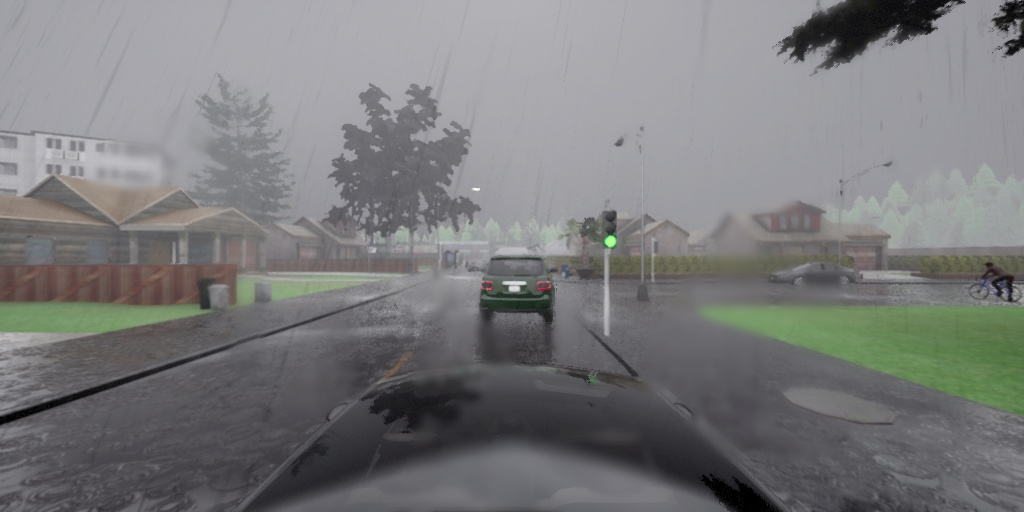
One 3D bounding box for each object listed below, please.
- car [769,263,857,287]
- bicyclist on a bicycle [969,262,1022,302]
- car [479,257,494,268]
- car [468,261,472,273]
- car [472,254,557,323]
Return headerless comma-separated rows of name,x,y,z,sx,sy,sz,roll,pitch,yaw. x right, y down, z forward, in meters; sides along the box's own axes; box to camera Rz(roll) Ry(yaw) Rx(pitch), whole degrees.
car,19.588,1.226,23.481,4.892,1.490,1.837,-1,0,0
bicyclist on a bicycle,20.280,1.084,15.086,0.582,1.620,1.656,0,0,0
car,-4.081,1.039,58.121,2.097,1.767,4.553,0,0,0
car,-4.105,1.207,42.541,1.837,1.490,4.892,0,1,0
car,0.381,0.961,12.315,2.150,2.045,5.566,0,0,7
